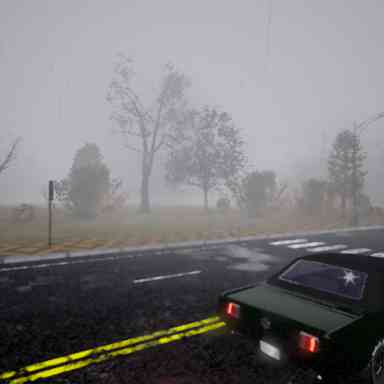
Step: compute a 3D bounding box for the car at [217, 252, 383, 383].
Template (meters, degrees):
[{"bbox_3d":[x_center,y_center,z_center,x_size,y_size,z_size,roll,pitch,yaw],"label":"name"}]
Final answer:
[{"bbox_3d":[2.782,1.659,5.308,4.718,1.301,1.895,1,0,-35],"label":"car"}]
